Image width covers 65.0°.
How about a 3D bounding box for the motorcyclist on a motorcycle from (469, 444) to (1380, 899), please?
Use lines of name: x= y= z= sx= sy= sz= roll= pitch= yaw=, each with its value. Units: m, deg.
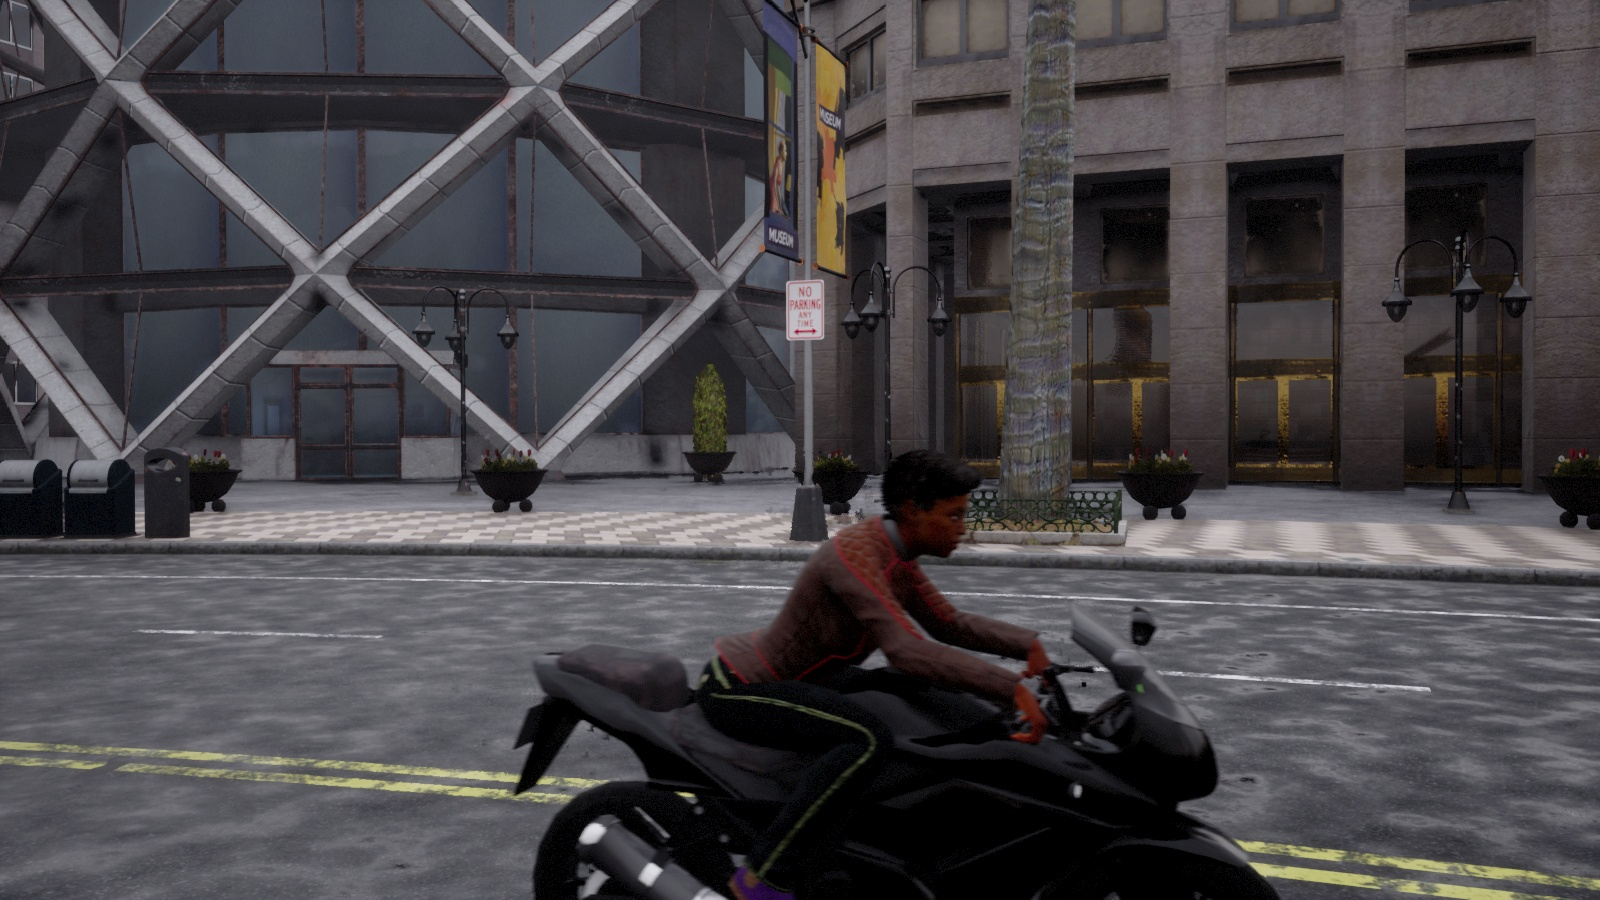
motorcyclist on a motorcycle: x=0.281 y=0.759 z=3.160 sx=2.044 sy=1.523 sz=0.797 roll=1 pitch=1 yaw=18
